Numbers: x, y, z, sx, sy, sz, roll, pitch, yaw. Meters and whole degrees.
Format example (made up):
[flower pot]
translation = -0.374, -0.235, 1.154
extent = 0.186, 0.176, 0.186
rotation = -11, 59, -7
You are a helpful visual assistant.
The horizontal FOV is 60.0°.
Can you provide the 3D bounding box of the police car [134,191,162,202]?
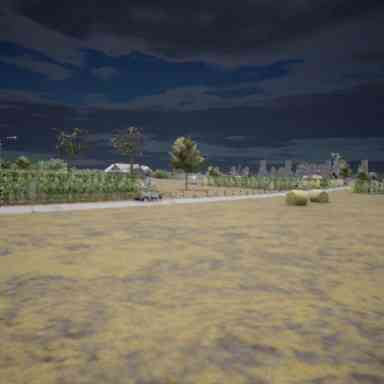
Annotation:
[police car]
translation = -6.922, 0.719, 52.449
extent = 1.930, 1.638, 5.238
rotation = 3, 3, 36
